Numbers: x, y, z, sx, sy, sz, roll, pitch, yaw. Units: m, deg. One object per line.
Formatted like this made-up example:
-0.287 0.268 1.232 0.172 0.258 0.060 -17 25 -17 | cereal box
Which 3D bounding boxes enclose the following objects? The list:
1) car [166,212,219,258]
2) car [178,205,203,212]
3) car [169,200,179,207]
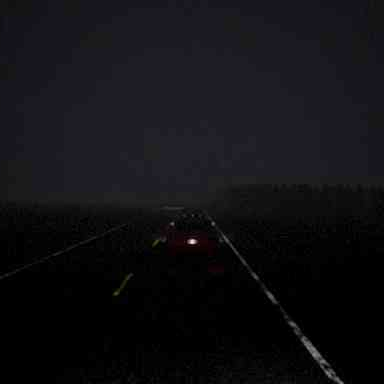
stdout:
0.032 1.716 13.525 1.994 1.385 4.181 0 -1 1 | car
0.039 1.916 28.262 1.895 1.301 4.718 0 -1 0 | car
-3.467 2.243 65.255 1.812 1.442 4.674 0 -1 1 | car
